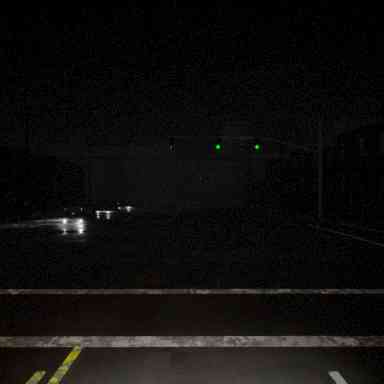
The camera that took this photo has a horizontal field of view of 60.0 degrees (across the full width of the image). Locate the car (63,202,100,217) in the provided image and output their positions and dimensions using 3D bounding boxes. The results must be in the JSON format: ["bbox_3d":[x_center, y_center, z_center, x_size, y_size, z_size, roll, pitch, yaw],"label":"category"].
[{"bbox_3d":[-10.583,1.601,31.738,1.895,1.301,4.718,0,0,0],"label":"car"}]

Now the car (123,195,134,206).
[{"bbox_3d":[-10.573,1.351,52.908,2.097,1.767,4.553,0,0,0],"label":"car"}]

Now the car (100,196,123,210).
[{"bbox_3d":[-10.588,1.547,42.159,2.033,1.411,5.357,0,0,0],"label":"car"}]
